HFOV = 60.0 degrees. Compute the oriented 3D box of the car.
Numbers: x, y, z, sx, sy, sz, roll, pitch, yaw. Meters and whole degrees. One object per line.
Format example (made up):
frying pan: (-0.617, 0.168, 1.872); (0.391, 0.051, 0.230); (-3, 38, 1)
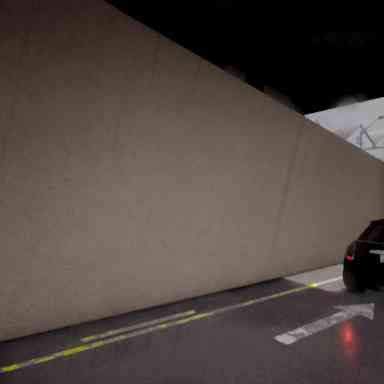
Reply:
car: (5.556, 1.341, 7.726); (4.553, 1.767, 2.097); (0, 0, -36)
